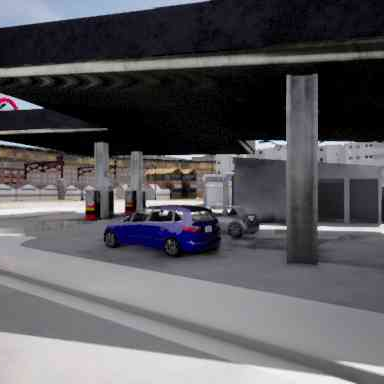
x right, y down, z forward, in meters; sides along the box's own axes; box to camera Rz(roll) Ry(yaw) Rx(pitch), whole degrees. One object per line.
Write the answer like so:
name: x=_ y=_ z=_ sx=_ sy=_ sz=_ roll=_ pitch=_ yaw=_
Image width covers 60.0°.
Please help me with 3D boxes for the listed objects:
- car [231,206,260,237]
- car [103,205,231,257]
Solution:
car: x=1.499 y=1.452 z=17.485 sx=3.806 sy=1.475 sz=1.970 roll=0 pitch=0 yaw=36
car: x=-1.217 y=1.291 z=12.365 sx=4.611 sy=1.667 sz=2.242 roll=0 pitch=0 yaw=36
